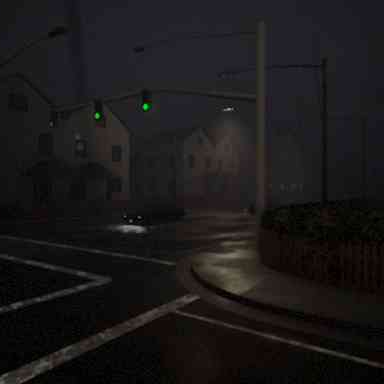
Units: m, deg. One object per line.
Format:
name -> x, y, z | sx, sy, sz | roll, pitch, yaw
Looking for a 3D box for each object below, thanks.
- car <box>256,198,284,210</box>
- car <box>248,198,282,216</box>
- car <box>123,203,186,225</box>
car -> 10.211, 1.520, 43.120 | 1.837, 1.490, 4.892 | 0, 0, 35
car -> 7.300, 1.558, 32.619 | 2.033, 1.411, 5.357 | 0, 0, 35
car -> -2.610, 1.560, 24.618 | 2.033, 1.411, 5.357 | 0, 0, 35
